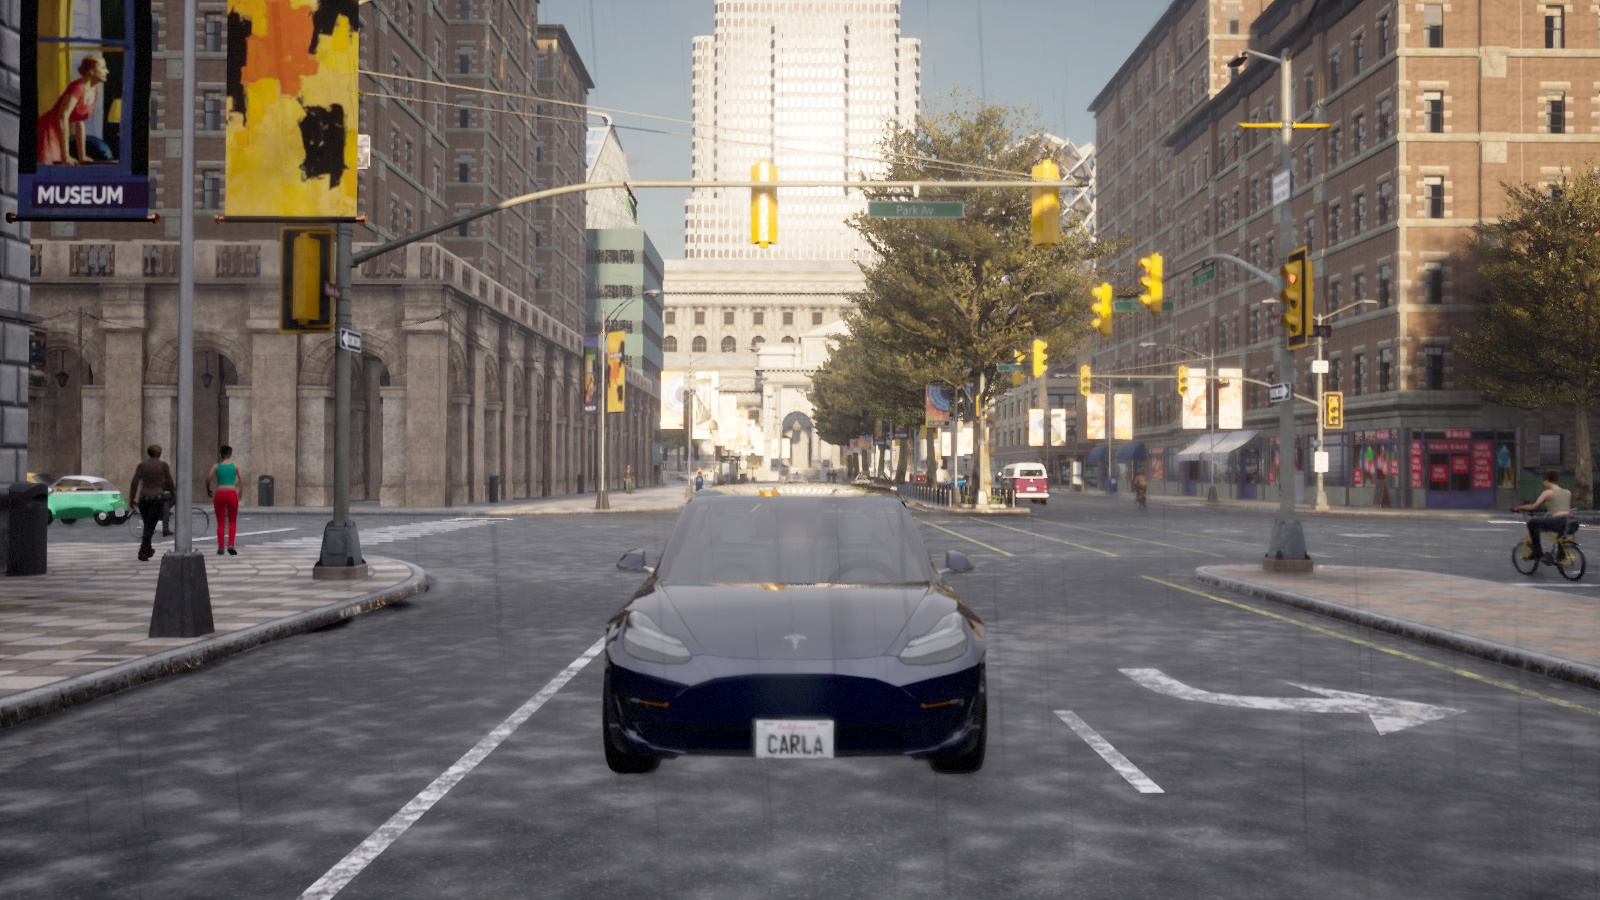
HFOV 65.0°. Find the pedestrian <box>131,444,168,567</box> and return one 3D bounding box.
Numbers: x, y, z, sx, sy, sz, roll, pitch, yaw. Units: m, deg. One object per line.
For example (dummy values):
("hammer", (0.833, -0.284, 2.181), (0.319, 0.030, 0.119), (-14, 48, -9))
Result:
("pedestrian", (-9.928, 0.840, 19.187), (0.331, 1.846, 0.634), (0, -1, -11))

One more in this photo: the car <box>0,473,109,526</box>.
("car", (-24.483, 1.515, 38.717), (5.366, 1.575, 1.801), (0, -1, 0))

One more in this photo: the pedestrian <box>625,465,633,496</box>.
("pedestrian", (-10.238, 1.798, 75.066), (0.376, 1.854, 0.720), (0, -1, 0))

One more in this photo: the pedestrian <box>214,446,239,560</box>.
("pedestrian", (-9.456, 0.865, 20.715), (0.345, 1.836, 0.594), (0, -1, -22))

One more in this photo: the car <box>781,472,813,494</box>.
("car", (-0.215, 2.343, 89.168), (2.163, 1.488, 4.792), (0, -1, 0))

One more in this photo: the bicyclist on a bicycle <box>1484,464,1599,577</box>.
("bicyclist on a bicycle", (11.179, 1.030, 18.833), (0.866, 1.612, 1.509), (-1, -1, -7))

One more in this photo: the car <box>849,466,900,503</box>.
("car", (3.435, 1.589, 58.898), (2.152, 1.651, 5.027), (0, -1, 1))

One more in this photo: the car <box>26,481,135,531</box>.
("car", (-20.162, 1.554, 35.250), (2.207, 1.376, 1.481), (0, -1, -1))

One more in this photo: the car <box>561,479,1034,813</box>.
("car", (-0.020, 0.955, 8.159), (2.163, 1.488, 4.792), (0, -1, 0))

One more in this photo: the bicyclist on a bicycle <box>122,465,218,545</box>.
("bicyclist on a bicycle", (-14.183, 1.227, 28.301), (1.843, 1.776, 0.659), (0, -1, 0))

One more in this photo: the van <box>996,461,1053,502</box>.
("van", (11.345, 1.585, 63.748), (2.069, 2.038, 4.480), (0, -1, 0))
